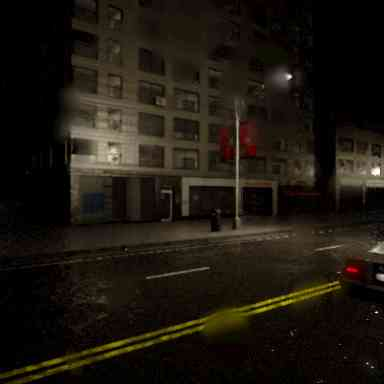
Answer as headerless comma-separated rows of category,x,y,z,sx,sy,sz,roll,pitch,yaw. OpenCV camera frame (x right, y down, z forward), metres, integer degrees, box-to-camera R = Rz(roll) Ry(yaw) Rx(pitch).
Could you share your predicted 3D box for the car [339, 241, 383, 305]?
car,5.417,1.561,7.301,5.357,1.411,2.033,0,0,-35
